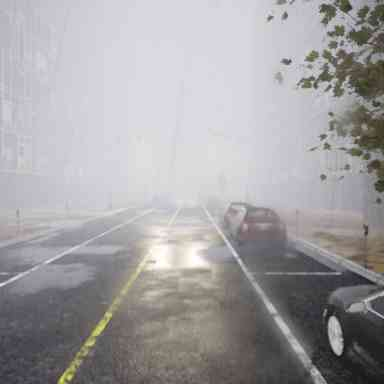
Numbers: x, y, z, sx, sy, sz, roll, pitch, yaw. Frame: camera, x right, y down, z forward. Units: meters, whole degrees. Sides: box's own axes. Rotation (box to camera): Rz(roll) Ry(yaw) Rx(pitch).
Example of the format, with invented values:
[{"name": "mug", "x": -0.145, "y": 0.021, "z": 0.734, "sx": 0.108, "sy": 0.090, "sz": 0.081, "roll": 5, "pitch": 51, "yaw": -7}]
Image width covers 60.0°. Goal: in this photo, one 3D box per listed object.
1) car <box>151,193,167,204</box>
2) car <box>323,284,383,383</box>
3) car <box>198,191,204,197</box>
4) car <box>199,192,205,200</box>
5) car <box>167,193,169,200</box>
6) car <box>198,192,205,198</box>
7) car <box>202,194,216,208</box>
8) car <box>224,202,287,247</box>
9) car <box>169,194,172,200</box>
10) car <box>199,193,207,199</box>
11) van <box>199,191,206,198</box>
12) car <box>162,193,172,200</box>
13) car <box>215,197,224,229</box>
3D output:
[{"name": "car", "x": -5.684, "y": 1.164, "z": 54.290, "sx": 1.887, "sy": 1.381, "sz": 4.507, "roll": 0, "pitch": 0, "yaw": 0}, {"name": "car", "x": 2.691, "y": 1.531, "z": 3.052, "sx": 2.008, "sy": 1.369, "sz": 4.403, "roll": 0, "pitch": 0, "yaw": 0}, {"name": "car", "x": 2.698, "y": 1.050, "z": 71.359, "sx": 1.947, "sy": 1.339, "sz": 4.313, "roll": 0, "pitch": 0, "yaw": 0}, {"name": "car", "x": 2.696, "y": 1.141, "z": 59.975, "sx": 1.947, "sy": 1.339, "sz": 4.313, "roll": 0, "pitch": 0, "yaw": 0}, {"name": "car", "x": -5.684, "y": 1.157, "z": 59.984, "sx": 1.802, "sy": 1.307, "sz": 4.206, "roll": 0, "pitch": 0, "yaw": 0}, {"name": "car", "x": 2.700, "y": 0.734, "z": 94.126, "sx": 1.967, "sy": 1.590, "sz": 4.097, "roll": 0, "pitch": 0, "yaw": 0}, {"name": "car", "x": 2.695, "y": 1.251, "z": 42.898, "sx": 1.887, "sy": 1.381, "sz": 4.507, "roll": 0, "pitch": 0, "yaw": 0}, {"name": "car", "x": 2.692, "y": 1.345, "z": 14.436, "sx": 1.967, "sy": 1.590, "sz": 4.097, "roll": 0, "pitch": 0, "yaw": 0}, {"name": "car", "x": -5.683, "y": 1.029, "z": 71.368, "sx": 1.887, "sy": 1.381, "sz": 4.507, "roll": 0, "pitch": 0, "yaw": 0}, {"name": "car", "x": 2.699, "y": 0.957, "z": 82.743, "sx": 1.947, "sy": 1.339, "sz": 4.313, "roll": 0, "pitch": 0, "yaw": 0}, {"name": "van", "x": 2.700, "y": 0.684, "z": 88.435, "sx": 1.690, "sy": 1.788, "sz": 3.998, "roll": 0, "pitch": 0, "yaw": 0}, {"name": "car", "x": -5.683, "y": 1.004, "z": 77.060, "sx": 1.947, "sy": 1.339, "sz": 4.313, "roll": 0, "pitch": 0, "yaw": 0}, {"name": "car", "x": 2.693, "y": 1.306, "z": 20.128, "sx": 1.967, "sy": 1.590, "sz": 4.097, "roll": 0, "pitch": 0, "yaw": 0}]
